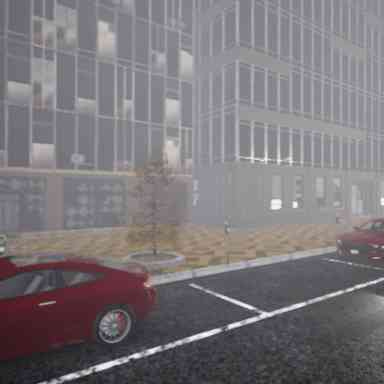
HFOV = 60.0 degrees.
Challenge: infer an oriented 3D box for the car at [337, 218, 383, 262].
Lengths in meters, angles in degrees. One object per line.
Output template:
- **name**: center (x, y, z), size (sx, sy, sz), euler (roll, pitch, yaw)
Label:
- **car**: center (6.757, 1.567, 11.381), size (4.507, 1.381, 1.887), euler (0, 0, -36)

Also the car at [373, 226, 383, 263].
- **car**: center (6.971, 1.567, 8.354), size (5.357, 1.411, 2.033), euler (0, 0, -36)

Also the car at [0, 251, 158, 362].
- **car**: center (-2.510, 1.583, 4.768), size (4.206, 1.307, 1.802), euler (0, 0, -36)
